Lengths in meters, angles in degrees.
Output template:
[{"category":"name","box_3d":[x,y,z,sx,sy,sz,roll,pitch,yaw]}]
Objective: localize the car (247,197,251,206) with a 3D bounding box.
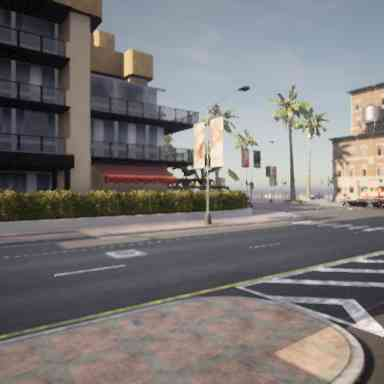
[{"category":"car","box_3d":[6.485,1.075,49.765,2.150,2.045,5.566,0,0,-35]}]

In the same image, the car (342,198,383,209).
[{"category":"car","box_3d":[21.202,1.422,41.265,1.895,1.301,4.718,0,0,-35]}]
